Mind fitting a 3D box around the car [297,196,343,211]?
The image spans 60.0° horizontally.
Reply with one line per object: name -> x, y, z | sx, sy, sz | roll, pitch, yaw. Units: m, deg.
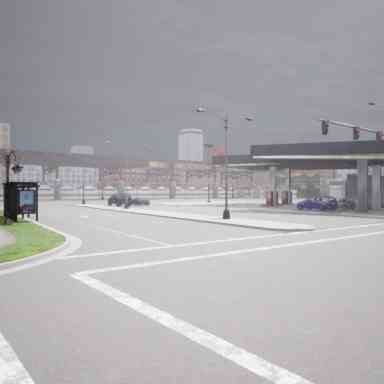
car -> 14.323, 1.295, 38.331 | 2.242, 1.667, 4.611 | 0, 0, -35

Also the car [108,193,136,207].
car -> -11.367, 1.222, 52.222 | 2.150, 2.045, 5.566 | 0, 0, -35

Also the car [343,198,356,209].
car -> 18.597, 1.455, 42.246 | 1.970, 1.475, 3.806 | 0, 0, -35

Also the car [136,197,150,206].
car -> -8.748, 1.547, 54.589 | 2.033, 1.411, 5.357 | 0, 0, -35
